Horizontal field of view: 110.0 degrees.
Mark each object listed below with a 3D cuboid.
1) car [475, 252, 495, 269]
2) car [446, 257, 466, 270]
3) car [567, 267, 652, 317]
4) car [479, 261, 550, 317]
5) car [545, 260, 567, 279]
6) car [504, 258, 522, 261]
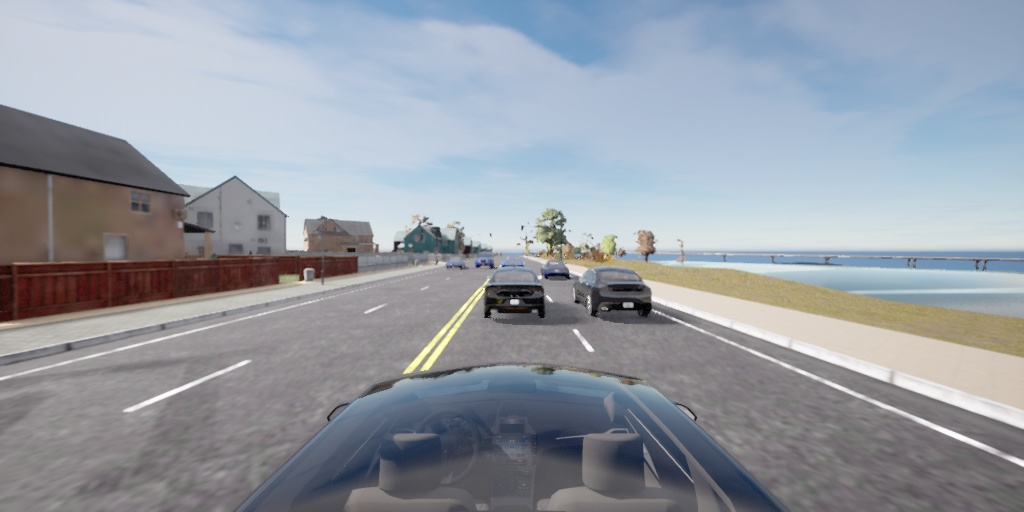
[{"bbox_3d":[-3.339,0.532,44.531,2.150,2.045,5.566,0,1,0],"label":"car"},{"bbox_3d":[-6.594,0.858,42.410,1.812,1.442,4.674,0,1,0],"label":"car"},{"bbox_3d":[3.332,1.138,12.667,1.837,1.490,4.892,0,1,0],"label":"car"},{"bbox_3d":[0.079,1.111,12.617,1.882,1.535,5.008,0,1,0],"label":"car"},{"bbox_3d":[3.331,1.035,28.443,1.994,1.385,4.181,0,1,0],"label":"car"},{"bbox_3d":[0.083,0.939,29.346,1.882,1.535,5.008,0,1,0],"label":"car"}]
